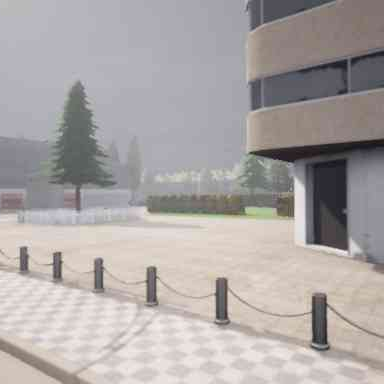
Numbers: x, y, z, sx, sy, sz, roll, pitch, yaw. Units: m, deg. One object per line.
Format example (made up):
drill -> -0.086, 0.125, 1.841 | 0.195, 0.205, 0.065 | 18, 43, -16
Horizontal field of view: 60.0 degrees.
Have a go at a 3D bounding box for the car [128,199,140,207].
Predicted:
car -> -9.807, 1.990, 62.309 | 1.837, 1.490, 4.892 | -1, -1, 36

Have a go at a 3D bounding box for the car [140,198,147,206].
car -> -6.391, 1.671, 61.055 | 2.150, 2.045, 5.566 | -1, -1, 36
